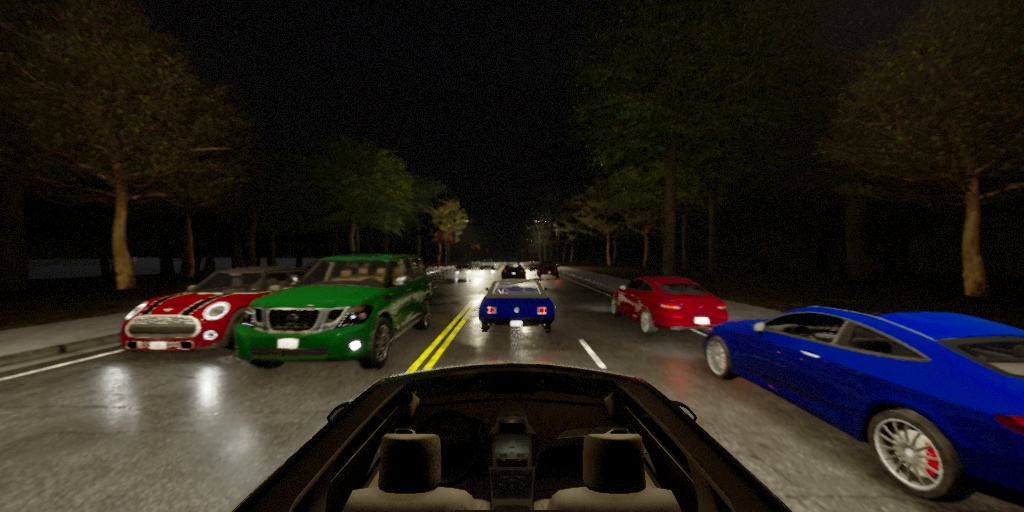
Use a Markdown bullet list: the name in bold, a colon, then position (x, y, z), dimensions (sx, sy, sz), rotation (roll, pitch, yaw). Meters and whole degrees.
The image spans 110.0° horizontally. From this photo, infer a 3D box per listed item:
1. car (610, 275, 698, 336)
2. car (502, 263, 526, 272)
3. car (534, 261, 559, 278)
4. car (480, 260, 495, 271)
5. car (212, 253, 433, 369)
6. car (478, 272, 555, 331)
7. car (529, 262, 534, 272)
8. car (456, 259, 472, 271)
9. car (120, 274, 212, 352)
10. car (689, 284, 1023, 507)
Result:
- **car**: position (4.245, 1.278, 10.322), dimensions (1.812, 1.442, 4.674), rotation (0, 0, 0)
- **car**: position (0.131, 1.289, 29.342), dimensions (1.994, 1.385, 4.181), rotation (0, 0, 0)
- **car**: position (3.325, 1.262, 34.052), dimensions (1.812, 1.442, 4.674), rotation (0, 0, 1)
- **car**: position (-3.357, 1.253, 49.769), dimensions (1.812, 1.442, 4.674), rotation (0, 0, 0)
- **car**: position (-3.337, 0.951, 8.116), dimensions (2.150, 2.045, 5.566), rotation (0, 0, 0)
- **car**: position (0.120, 1.339, 10.868), dimensions (1.895, 1.301, 4.718), rotation (0, 0, 0)
- **car**: position (3.246, 1.347, 47.139), dimensions (1.895, 1.301, 4.718), rotation (0, 0, 0)
- **car**: position (-6.608, 1.221, 49.732), dimensions (1.837, 1.490, 4.892), rotation (0, 0, 0)
- **car**: position (-6.585, 1.070, 8.926), dimensions (2.097, 1.767, 4.553), rotation (0, 0, 0)
- **car**: position (4.226, 1.286, 4.315), dimensions (1.812, 1.442, 4.674), rotation (0, 0, 0)
